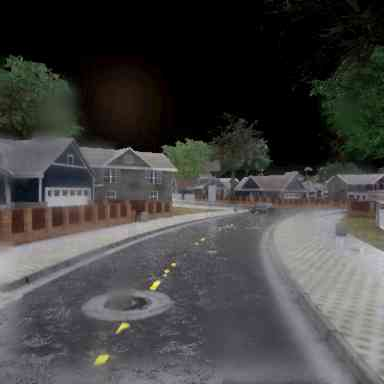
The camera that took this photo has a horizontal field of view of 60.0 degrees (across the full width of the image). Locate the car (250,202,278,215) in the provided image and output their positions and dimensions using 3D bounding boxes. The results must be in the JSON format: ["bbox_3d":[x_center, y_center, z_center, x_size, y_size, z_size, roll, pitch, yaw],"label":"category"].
[{"bbox_3d":[8.591,1.910,39.235,2.033,1.411,5.357,0,-1,32],"label":"car"}]
